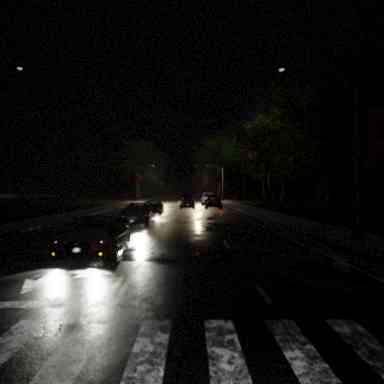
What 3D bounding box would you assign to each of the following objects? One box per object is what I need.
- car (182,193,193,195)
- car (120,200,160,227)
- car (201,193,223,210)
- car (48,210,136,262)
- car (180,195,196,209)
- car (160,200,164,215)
[{"bbox_3d":[-0.706,1.127,52.731,2.150,2.045,5.566,0,0,-1],"label":"car"},{"bbox_3d":[-3.613,1.452,22.296,2.128,1.511,4.902,0,0,-1],"label":"car"},{"bbox_3d":[2.687,1.274,42.701,2.097,1.767,4.553,0,0,-1],"label":"car"},{"bbox_3d":[-3.458,1.543,11.950,1.994,1.385,4.181,0,0,0],"label":"car"},{"bbox_3d":[-0.563,1.487,42.685,1.994,1.385,4.181,0,0,-1],"label":"car"},{"bbox_3d":[-3.740,1.490,32.738,2.033,1.411,5.357,0,0,0],"label":"car"}]
